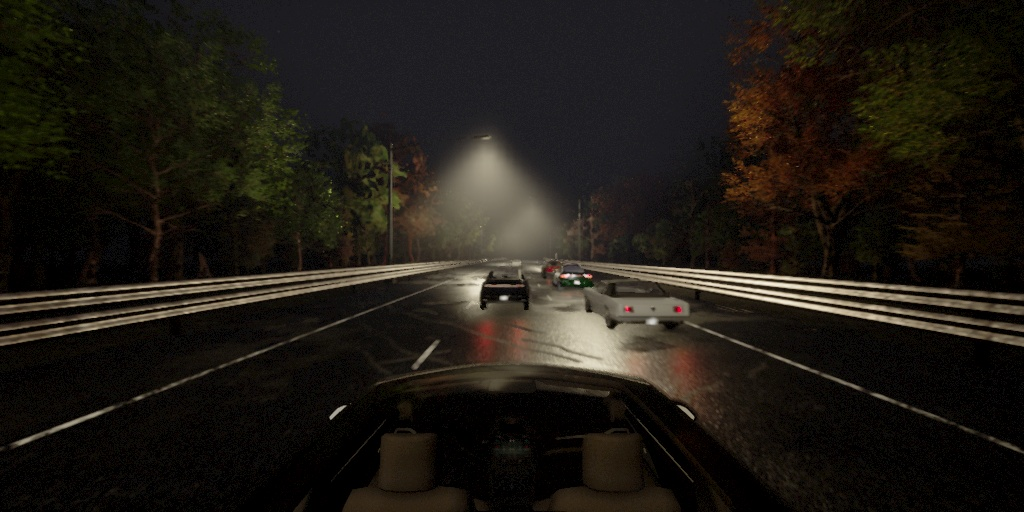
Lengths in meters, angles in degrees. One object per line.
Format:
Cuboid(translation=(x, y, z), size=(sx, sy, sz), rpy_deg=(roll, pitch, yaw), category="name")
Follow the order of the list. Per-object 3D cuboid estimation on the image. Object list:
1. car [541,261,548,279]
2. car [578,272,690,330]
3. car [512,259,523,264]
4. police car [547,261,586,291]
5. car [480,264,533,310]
Cuboid(translation=(3.711, 1.218, 33.068), size=(2.033, 1.649, 4.856), rpy_deg=(0, 0, 1), category="car")
Cuboid(translation=(3.513, 1.364, 11.188), size=(1.895, 1.301, 4.718), rpy_deg=(0, 0, 0), category="car")
Cuboid(translation=(0.848, 1.331, 60.785), size=(1.812, 1.442, 4.674), rpy_deg=(0, 0, 2), category="car")
Cuboid(translation=(3.584, 1.280, 22.113), size=(2.038, 1.542, 4.974), rpy_deg=(0, 0, 1), category="police car")
Cuboid(translation=(-0.201, 1.258, 14.898), size=(2.128, 1.511, 4.902), rpy_deg=(0, 0, 2), category="car")
